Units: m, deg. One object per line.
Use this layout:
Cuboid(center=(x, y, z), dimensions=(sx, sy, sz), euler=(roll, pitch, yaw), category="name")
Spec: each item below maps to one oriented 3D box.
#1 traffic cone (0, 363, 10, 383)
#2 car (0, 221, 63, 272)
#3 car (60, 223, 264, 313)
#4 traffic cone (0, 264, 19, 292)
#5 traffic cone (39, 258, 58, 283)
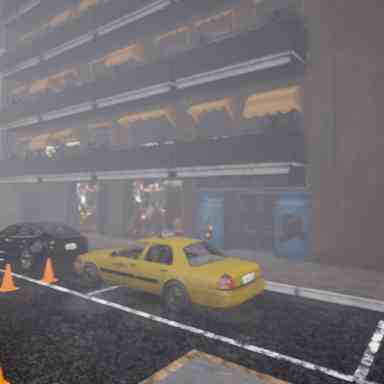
Cuboid(center=(-2.284, 1.972, 3.806), dimensions=(0.340, 0.580, 0.340), euler=(0, -1, 37), category="traffic cone")
Cuboid(center=(-5.198, 1.618, 10.922), dimensions=(4.313, 1.339, 1.947), euler=(0, -1, 37), category="car")
Cuboid(center=(-0.802, 1.586, 7.652), dimensions=(4.829, 1.417, 1.752), euler=(0, -1, 37), category="car")
Cuboid(center=(-4.300, 1.989, 7.798), dimensions=(0.340, 0.580, 0.340), euler=(0, -1, 37), category="traffic cone")
Cuboid(center=(-3.703, 2.000, 8.600), dimensions=(0.340, 0.580, 0.340), euler=(0, -1, 37), category="traffic cone")
